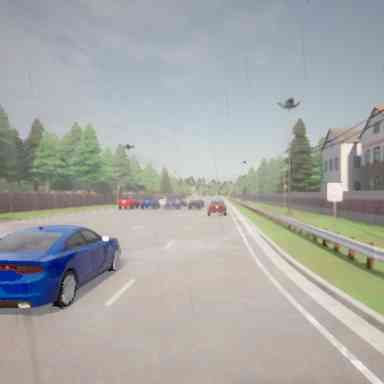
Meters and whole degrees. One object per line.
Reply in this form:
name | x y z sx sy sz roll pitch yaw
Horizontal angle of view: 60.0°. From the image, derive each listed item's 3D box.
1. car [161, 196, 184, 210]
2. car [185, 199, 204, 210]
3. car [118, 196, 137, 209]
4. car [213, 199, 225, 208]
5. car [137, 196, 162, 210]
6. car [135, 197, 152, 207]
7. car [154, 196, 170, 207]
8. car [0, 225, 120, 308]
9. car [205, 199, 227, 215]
car | -2.977 1.807 52.285 2.097 1.767 4.553 0 -1 5
car | 0.475 1.960 51.590 1.837 1.490 4.892 0 -1 5
car | -9.981 1.665 52.547 2.150 2.045 5.566 0 -1 5
car | 4.957 2.041 61.405 2.128 1.511 4.902 0 -1 5
car | -6.494 1.669 52.239 2.150 2.045 5.566 0 -1 5
car | -9.069 1.888 62.866 2.097 1.767 4.553 0 -1 5
car | -5.577 1.758 62.618 2.150 2.045 5.566 0 -1 5
car | -3.263 1.544 8.163 1.882 1.535 5.008 0 -1 5
car | 2.916 1.695 38.321 2.097 1.767 4.553 0 -1 5
